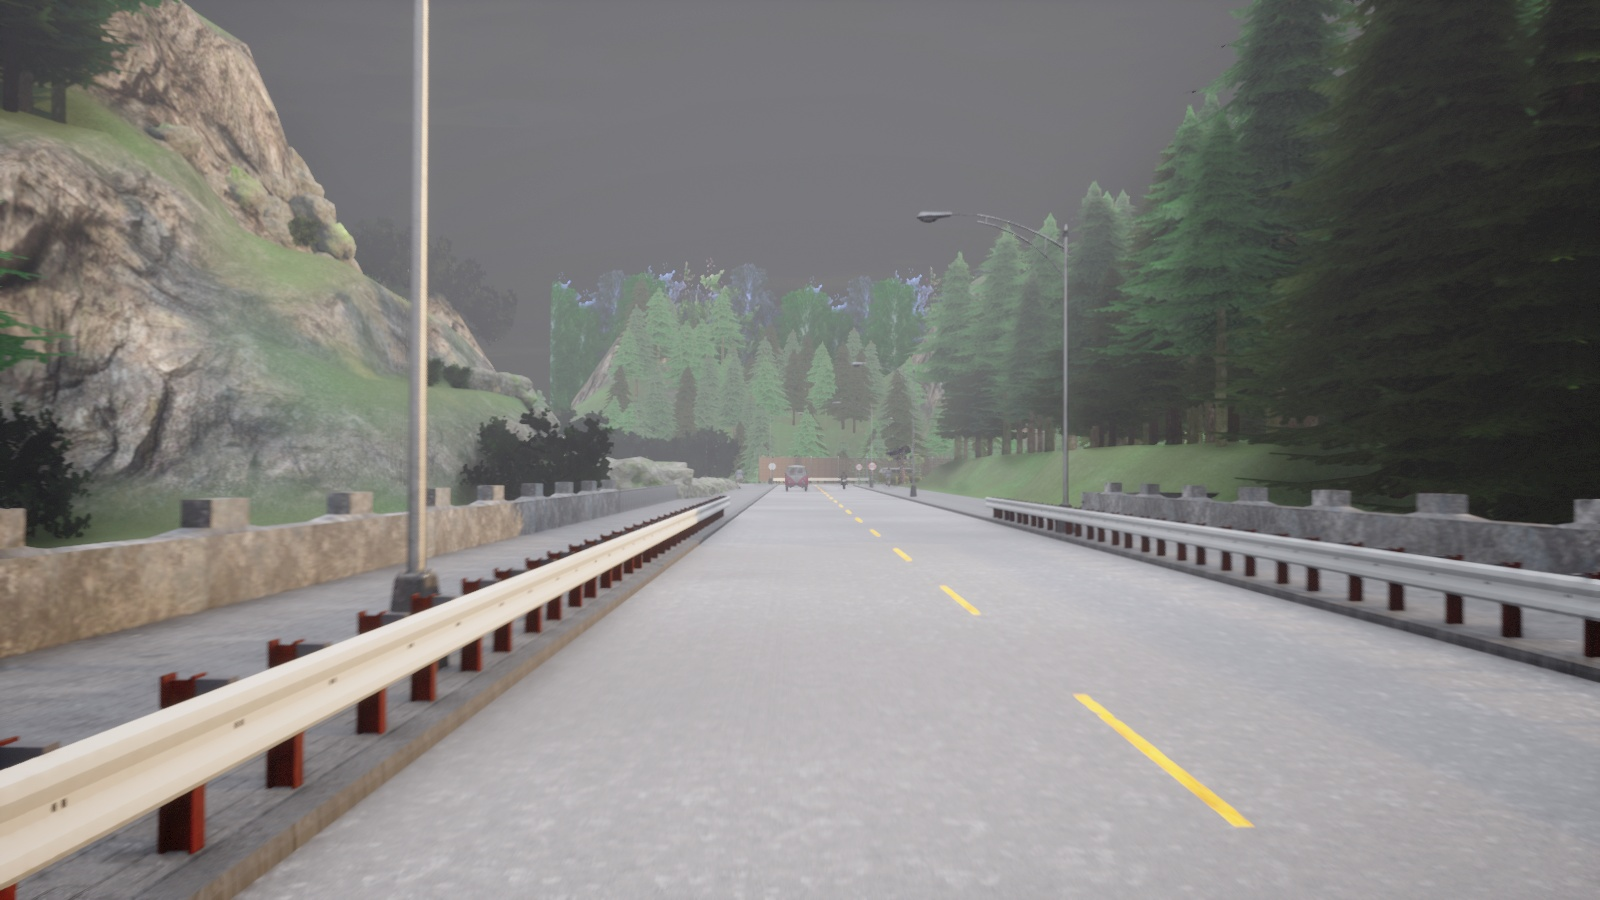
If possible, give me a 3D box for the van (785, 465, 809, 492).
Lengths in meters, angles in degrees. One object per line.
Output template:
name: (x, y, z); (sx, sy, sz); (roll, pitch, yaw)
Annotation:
van: (-0.244, 2.172, 96.071); (1.775, 1.987, 4.442); (0, -1, 0)
